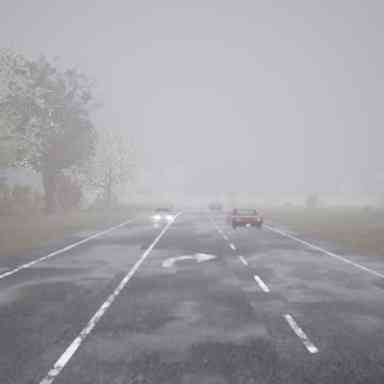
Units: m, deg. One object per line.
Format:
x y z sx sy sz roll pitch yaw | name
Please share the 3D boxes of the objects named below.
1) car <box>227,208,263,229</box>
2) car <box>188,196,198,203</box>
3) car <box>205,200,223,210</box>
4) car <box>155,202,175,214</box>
3.502 1.783 22.960 1.895 1.301 4.718 0 0 0 | car
0.021 2.114 94.848 2.097 1.767 4.553 0 0 0 | car
3.512 1.964 50.215 1.994 1.385 4.181 0 0 0 | car
-3.226 1.923 40.128 1.895 1.301 4.718 0 0 4 | car
